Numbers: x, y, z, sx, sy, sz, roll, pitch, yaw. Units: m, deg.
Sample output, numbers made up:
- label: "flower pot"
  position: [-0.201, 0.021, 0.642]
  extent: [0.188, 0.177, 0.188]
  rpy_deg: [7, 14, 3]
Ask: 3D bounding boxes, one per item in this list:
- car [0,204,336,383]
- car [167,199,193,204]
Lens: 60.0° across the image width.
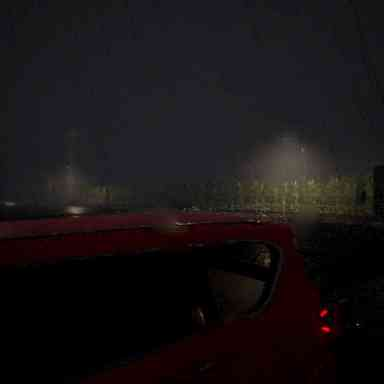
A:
- label: "car"
  position: [-1.406, 1.220, 2.050]
  extent: [5.566, 2.045, 2.150]
  rpy_deg: [0, 0, -35]
- label: "car"
  position: [-1.216, 1.656, 40.815]
  extent: [1.837, 1.490, 4.892]
  rpy_deg: [1, -1, -42]
